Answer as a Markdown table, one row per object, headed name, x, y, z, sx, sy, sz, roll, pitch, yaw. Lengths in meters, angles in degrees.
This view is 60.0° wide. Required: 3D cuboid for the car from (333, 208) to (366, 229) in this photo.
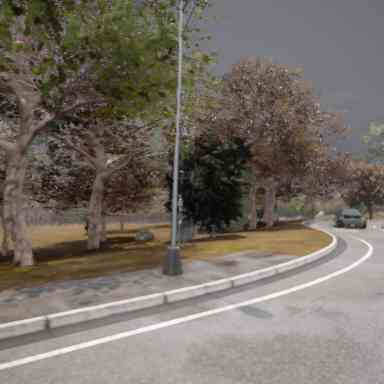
| name | x | y | z | sx | sy | sz | roll | pitch | yaw |
| --- | --- | --- | --- | --- | --- | --- | --- | --- | --- |
| car | 13.523 | 2.173 | 28.697 | 2.097 | 1.767 | 4.553 | 2 | -1 | 18 |
